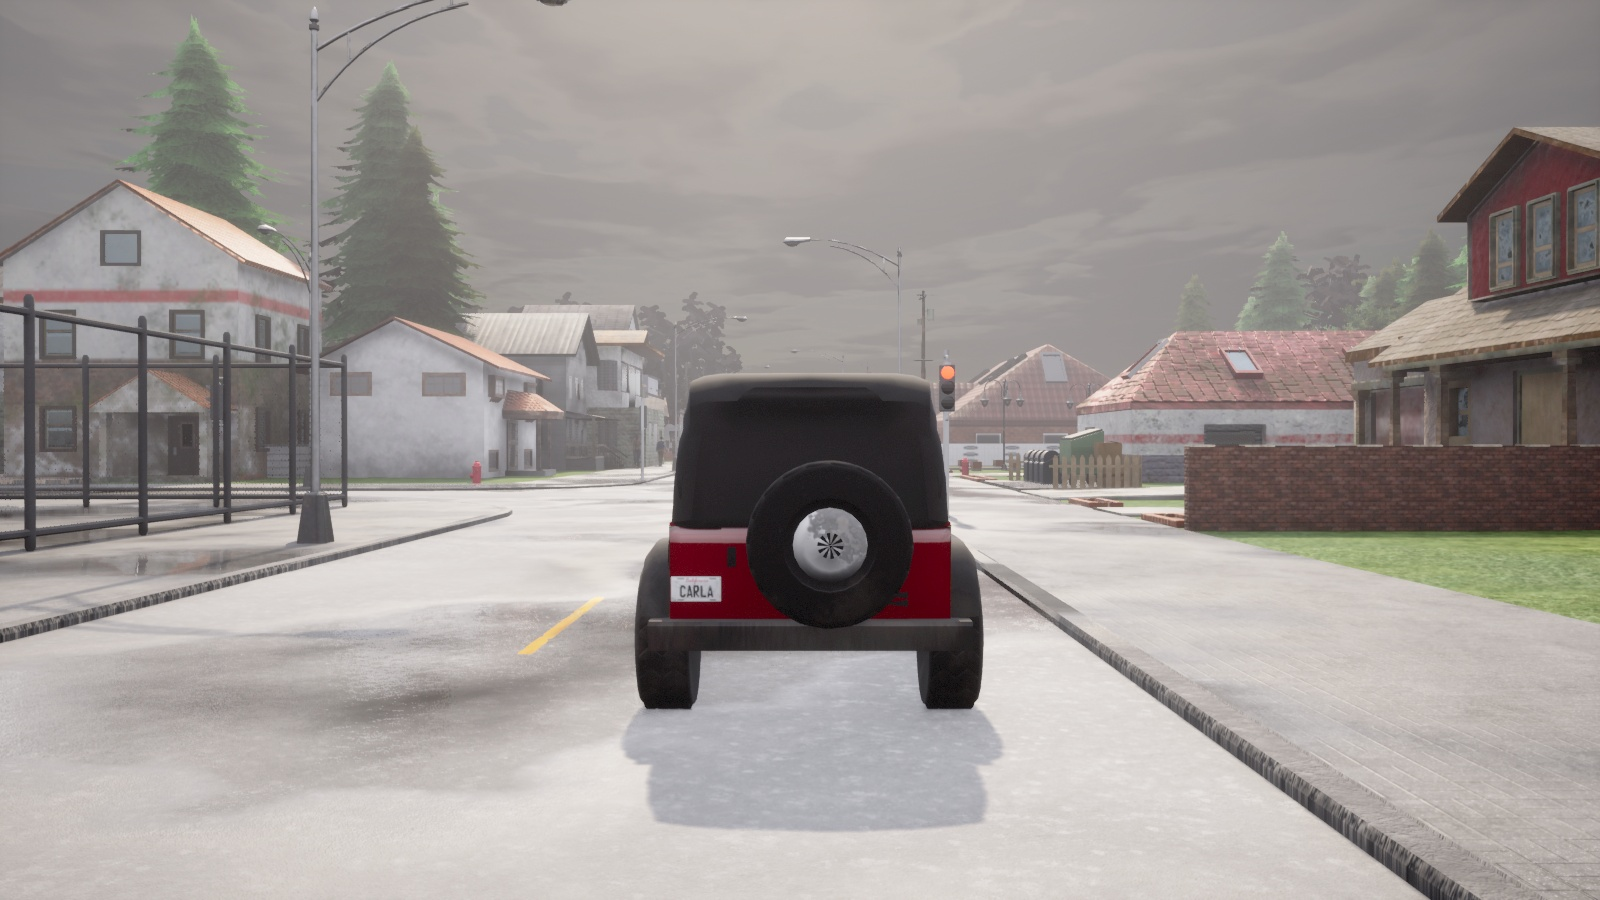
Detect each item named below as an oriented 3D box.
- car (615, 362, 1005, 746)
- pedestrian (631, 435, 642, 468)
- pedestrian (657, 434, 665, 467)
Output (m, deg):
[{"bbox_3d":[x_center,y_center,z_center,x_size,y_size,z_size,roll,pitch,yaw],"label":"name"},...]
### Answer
[{"bbox_3d":[0.055,0.497,8.079,1.905,1.878,3.866,0,0,0],"label":"car"},{"bbox_3d":[-8.890,0.063,68.391,0.328,1.805,0.869,0,0,11],"label":"pedestrian"},{"bbox_3d":[-8.257,0.028,74.624,0.423,1.949,0.788,0,0,0],"label":"pedestrian"}]
